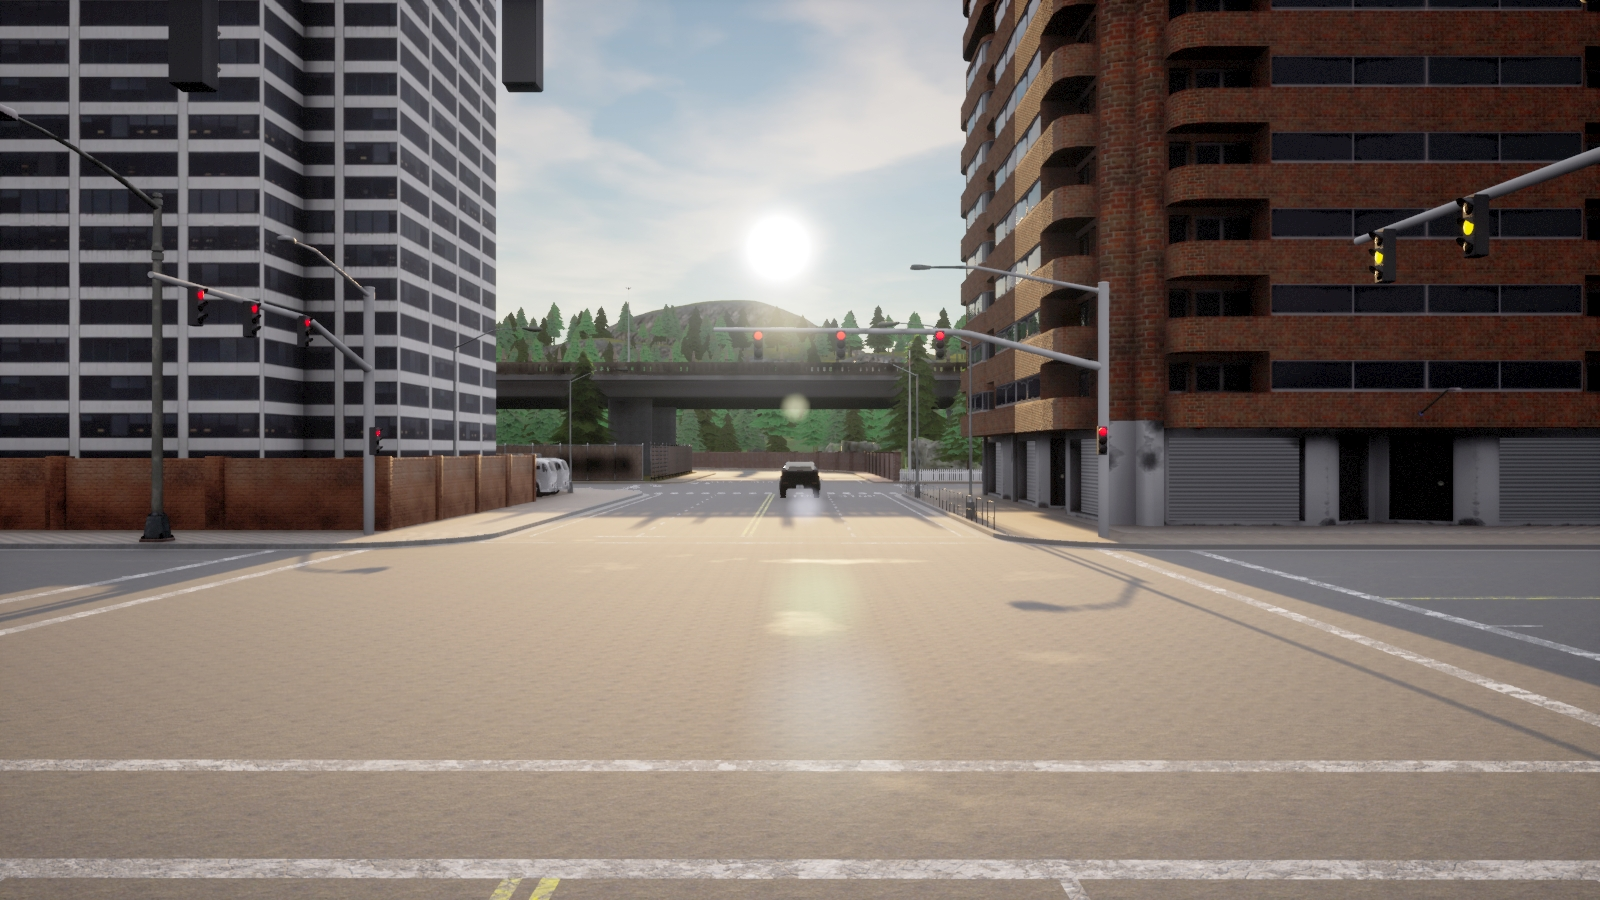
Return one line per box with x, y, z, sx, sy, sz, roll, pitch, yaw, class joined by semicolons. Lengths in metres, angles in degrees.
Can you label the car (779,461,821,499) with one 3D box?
-0.005;1.750;68.847;2.390;2.098;6.274;0;0;0;car
